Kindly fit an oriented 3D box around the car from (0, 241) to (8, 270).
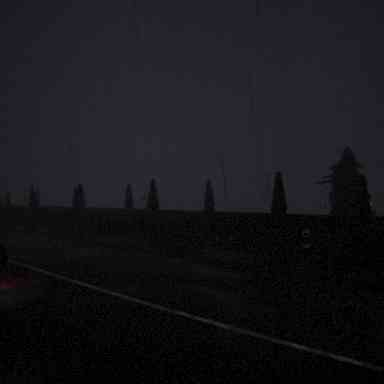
[{"bbox_3d":[-7.486,1.685,10.383,4.181,1.385,1.994,-1,-1,40],"label":"car"}]
